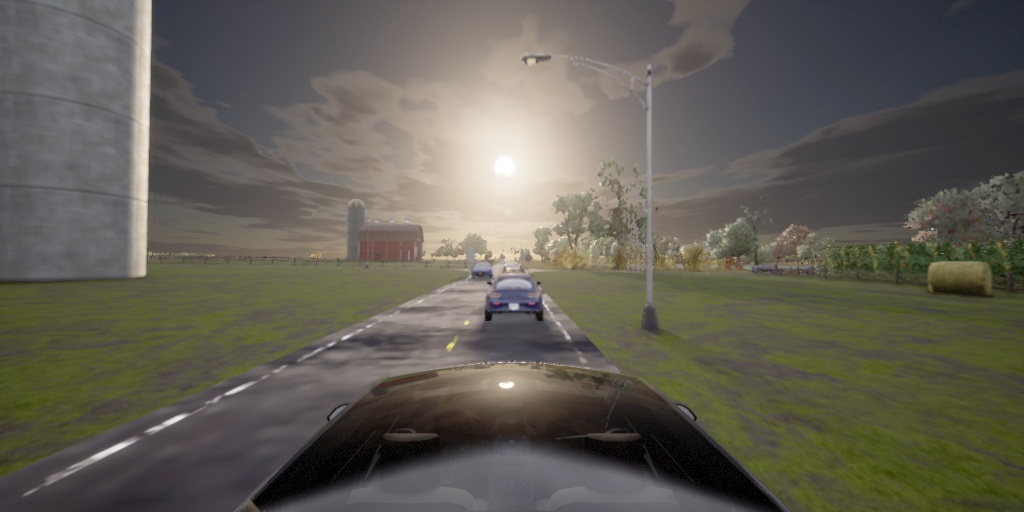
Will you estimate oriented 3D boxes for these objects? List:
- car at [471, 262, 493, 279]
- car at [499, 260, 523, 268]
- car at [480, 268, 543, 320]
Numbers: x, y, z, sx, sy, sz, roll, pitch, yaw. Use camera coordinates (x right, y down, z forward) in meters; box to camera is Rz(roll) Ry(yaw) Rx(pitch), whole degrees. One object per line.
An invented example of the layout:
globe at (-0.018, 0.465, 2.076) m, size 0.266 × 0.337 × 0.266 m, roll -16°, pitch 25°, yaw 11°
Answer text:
car at (-2.821, 1.335, 34.630) m, size 1.882 × 1.535 × 5.008 m, roll 0°, pitch 0°, yaw 0°
car at (0.073, 1.323, 27.456) m, size 2.128 × 1.511 × 4.902 m, roll 0°, pitch 0°, yaw 0°
car at (0.071, 1.310, 12.593) m, size 1.812 × 1.442 × 4.674 m, roll 0°, pitch -1°, yaw 0°
